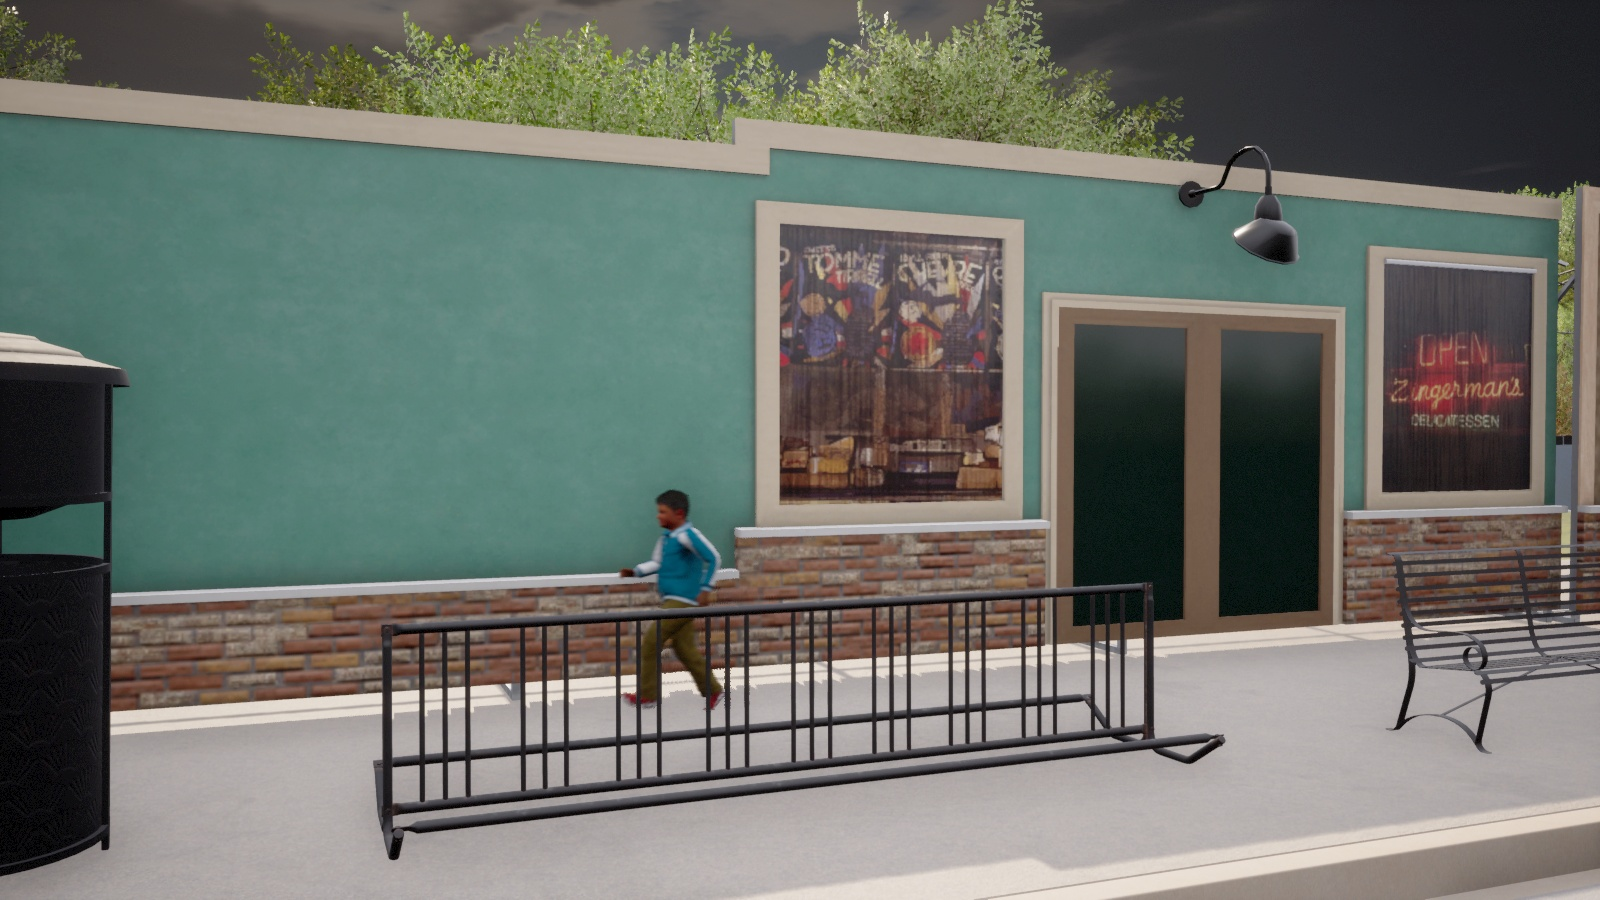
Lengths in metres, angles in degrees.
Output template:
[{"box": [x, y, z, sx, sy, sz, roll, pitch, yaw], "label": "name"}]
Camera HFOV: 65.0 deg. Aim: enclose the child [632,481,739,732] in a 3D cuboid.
[{"box": [-0.579, 0.764, 6.314, 0.448, 1.192, 0.343, -1, 1, -21], "label": "child"}]
